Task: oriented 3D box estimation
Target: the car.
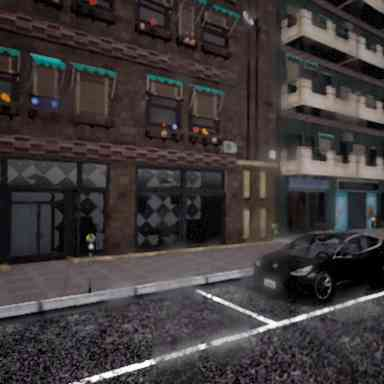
[{"bbox_3d":[3.571,1.701,8.632,4.313,1.339,1.947,1,-1,-33],"label":"car"}]
